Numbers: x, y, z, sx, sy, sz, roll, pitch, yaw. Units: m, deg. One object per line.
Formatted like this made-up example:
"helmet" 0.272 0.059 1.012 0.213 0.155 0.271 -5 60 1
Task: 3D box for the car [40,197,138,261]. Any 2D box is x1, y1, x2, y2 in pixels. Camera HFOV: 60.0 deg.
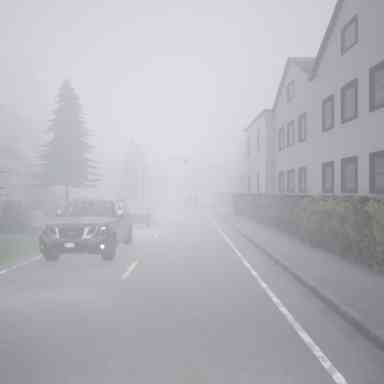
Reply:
"car" -3.661 1.225 12.647 2.150 2.045 5.566 0 0 -1

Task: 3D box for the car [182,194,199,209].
"car" -0.160 1.233 46.869 2.150 2.045 5.566 0 0 -3

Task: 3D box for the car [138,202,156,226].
"car" -3.666 1.483 23.430 1.882 1.535 5.008 0 0 0
